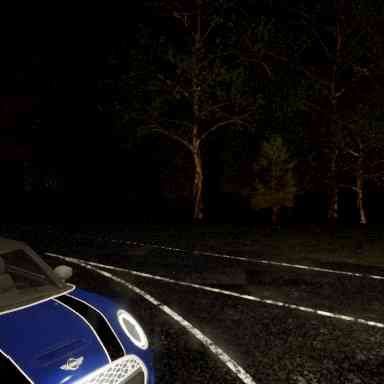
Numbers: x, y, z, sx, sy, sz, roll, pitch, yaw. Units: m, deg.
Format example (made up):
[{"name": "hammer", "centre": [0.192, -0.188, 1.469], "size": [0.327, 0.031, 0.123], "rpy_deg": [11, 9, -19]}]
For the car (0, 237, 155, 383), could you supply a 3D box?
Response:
[{"name": "car", "centre": [-2.570, 1.338, 3.717], "size": [4.553, 1.767, 2.097], "rpy_deg": [1, 0, 36]}]
